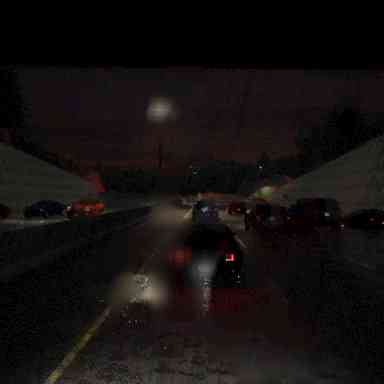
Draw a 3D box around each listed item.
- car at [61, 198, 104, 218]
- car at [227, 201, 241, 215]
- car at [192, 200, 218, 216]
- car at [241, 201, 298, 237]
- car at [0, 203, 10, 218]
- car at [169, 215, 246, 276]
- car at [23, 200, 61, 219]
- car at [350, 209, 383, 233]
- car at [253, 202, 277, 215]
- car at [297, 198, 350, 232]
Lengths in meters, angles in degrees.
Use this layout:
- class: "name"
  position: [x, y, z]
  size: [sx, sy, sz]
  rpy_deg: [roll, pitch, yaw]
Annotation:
- class: "car"
  position: [-9.430, 1.386, 29.672]
  size: [2.097, 1.767, 4.553]
  rpy_deg: [1, 0, 2]
- class: "car"
  position: [4.955, 1.701, 36.808]
  size: [1.882, 1.535, 5.008]
  rpy_deg: [1, 0, 2]
- class: "car"
  position: [1.117, 1.494, 28.136]
  size: [2.097, 1.767, 4.553]
  rpy_deg: [1, 0, 2]
- class: "car"
  position: [4.273, 1.487, 19.199]
  size: [2.097, 1.767, 4.553]
  rpy_deg: [1, 0, 2]
- class: "car"
  position: [-16.581, 1.466, 26.739]
  size: [1.812, 1.442, 4.674]
  rpy_deg: [1, 0, 3]
- class: "car"
  position: [0.431, 1.654, 10.506]
  size: [1.895, 1.301, 4.718]
  rpy_deg: [1, 0, 2]
- class: "car"
  position: [-12.944, 1.475, 29.505]
  size: [1.882, 1.535, 5.008]
  rpy_deg: [1, -1, 2]
- class: "car"
  position: [11.364, 1.788, 21.468]
  size: [1.994, 1.385, 4.181]
  rpy_deg: [1, 0, 2]
- class: "car"
  position: [8.556, 1.876, 39.354]
  size: [1.895, 1.301, 4.718]
  rpy_deg: [1, 0, 2]
- class: "car"
  position: [7.878, 1.408, 21.807]
  size: [2.150, 2.045, 5.566]
  rpy_deg: [1, 0, 2]
